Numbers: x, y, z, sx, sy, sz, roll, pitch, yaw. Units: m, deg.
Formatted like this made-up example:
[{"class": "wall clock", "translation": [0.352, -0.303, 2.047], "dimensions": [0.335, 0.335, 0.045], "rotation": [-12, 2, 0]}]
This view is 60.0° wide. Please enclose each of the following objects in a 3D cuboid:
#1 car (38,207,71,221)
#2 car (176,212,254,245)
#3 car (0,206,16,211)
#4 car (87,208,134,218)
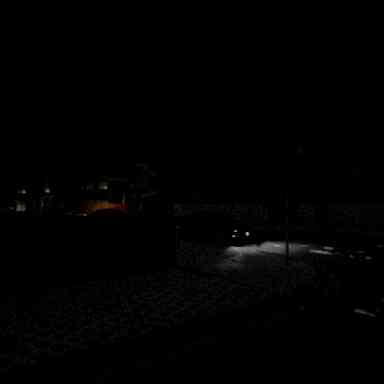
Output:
[{"class": "car", "translation": [-13.856, 2.331, 33.361], "dimensions": [4.892, 1.490, 1.837], "rotation": [-2, -1, 43]}, {"class": "car", "translation": [1.046, 1.827, 17.714], "dimensions": [1.837, 1.490, 4.892], "rotation": [-1, -1, -41]}, {"class": "car", "translation": [-28.502, 2.879, 50.675], "dimensions": [5.357, 1.411, 2.033], "rotation": [-2, -1, 45]}, {"class": "car", "translation": [-6.417, 2.058, 26.044], "dimensions": [1.882, 1.535, 5.008], "rotation": [-1, -1, -44]}]
